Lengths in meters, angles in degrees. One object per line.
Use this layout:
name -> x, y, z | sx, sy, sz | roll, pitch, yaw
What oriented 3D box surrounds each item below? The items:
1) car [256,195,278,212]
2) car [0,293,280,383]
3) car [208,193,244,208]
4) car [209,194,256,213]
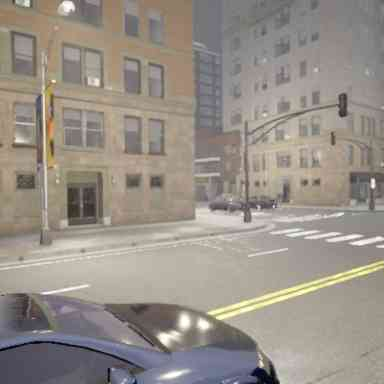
car -> 6.018, 1.035, 32.114 | 1.837, 1.490, 4.892 | 0, 0, -36
car -> -1.258, 1.558, 2.543 | 4.181, 1.385, 1.994 | -2, 1, -35
car -> 3.950, 0.923, 39.359 | 1.967, 1.590, 4.097 | -1, 1, -35
car -> 3.426, 1.141, 30.607 | 1.994, 1.385, 4.181 | -1, 1, -36
